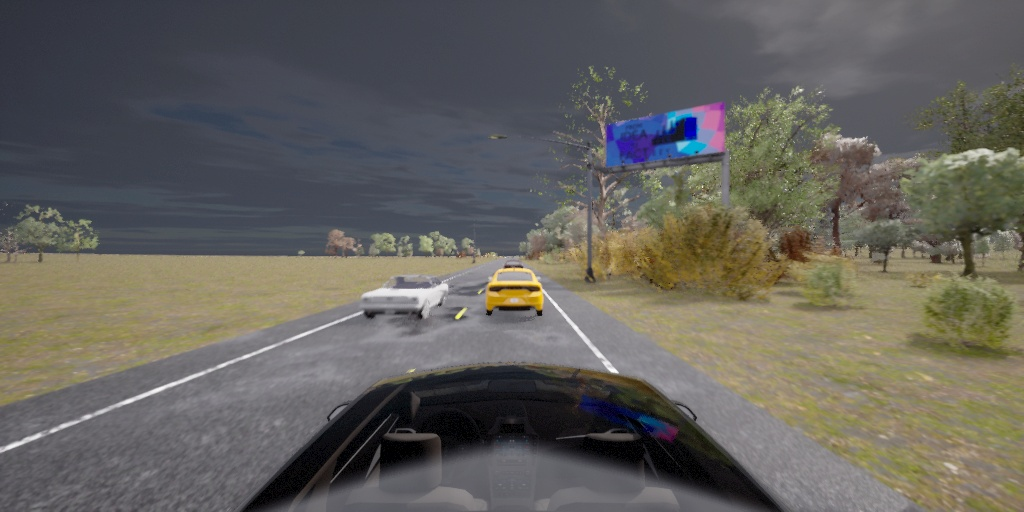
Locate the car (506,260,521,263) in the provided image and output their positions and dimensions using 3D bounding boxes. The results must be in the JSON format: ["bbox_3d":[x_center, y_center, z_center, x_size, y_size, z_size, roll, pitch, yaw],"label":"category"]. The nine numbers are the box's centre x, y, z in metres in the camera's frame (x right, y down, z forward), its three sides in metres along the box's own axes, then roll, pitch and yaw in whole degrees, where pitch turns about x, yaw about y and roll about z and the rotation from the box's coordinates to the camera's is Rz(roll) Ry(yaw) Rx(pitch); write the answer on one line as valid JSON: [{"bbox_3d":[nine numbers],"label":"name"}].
[{"bbox_3d":[0.109,1.158,34.839,1.882,1.535,5.008,0,0,0],"label":"car"}]

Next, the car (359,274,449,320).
[{"bbox_3d":[-3.559,1.328,12.662,1.895,1.301,4.718,0,0,0],"label":"car"}]

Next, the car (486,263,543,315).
[{"bbox_3d":[0.088,1.203,13.468,1.882,1.535,5.008,0,0,0],"label":"car"}]
